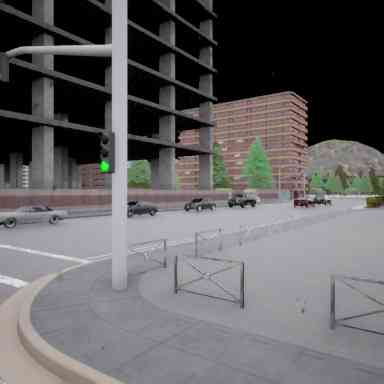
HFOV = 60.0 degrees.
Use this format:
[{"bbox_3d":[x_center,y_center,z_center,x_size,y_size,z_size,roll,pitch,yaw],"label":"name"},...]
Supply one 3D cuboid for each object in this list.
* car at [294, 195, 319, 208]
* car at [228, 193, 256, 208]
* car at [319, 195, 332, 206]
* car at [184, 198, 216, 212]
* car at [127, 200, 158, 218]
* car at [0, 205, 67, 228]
[{"bbox_3d":[15.982,1.422,47.211,1.882,1.535,5.008,0,0,35],"label":"car"},{"bbox_3d":[7.200,1.166,47.180,2.150,2.045,5.566,0,0,35],"label":"car"},{"bbox_3d":[21.682,1.297,55.250,2.097,1.767,4.553,0,0,35],"label":"car"},{"bbox_3d":[0.976,1.449,38.468,1.837,1.490,4.892,0,0,35],"label":"car"},{"bbox_3d":[-5.019,1.470,30.004,1.812,1.442,4.674,0,0,36],"label":"car"},{"bbox_3d":[-10.795,1.545,21.872,1.895,1.301,4.718,0,0,35],"label":"car"}]
